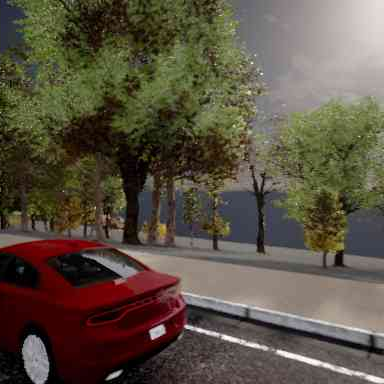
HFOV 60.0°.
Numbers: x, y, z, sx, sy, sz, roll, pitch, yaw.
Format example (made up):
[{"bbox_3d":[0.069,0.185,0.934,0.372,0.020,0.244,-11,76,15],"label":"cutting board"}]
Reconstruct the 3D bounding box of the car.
[{"bbox_3d":[-2.420,1.519,5.409,5.008,1.535,1.882,0,0,36],"label":"car"}]
